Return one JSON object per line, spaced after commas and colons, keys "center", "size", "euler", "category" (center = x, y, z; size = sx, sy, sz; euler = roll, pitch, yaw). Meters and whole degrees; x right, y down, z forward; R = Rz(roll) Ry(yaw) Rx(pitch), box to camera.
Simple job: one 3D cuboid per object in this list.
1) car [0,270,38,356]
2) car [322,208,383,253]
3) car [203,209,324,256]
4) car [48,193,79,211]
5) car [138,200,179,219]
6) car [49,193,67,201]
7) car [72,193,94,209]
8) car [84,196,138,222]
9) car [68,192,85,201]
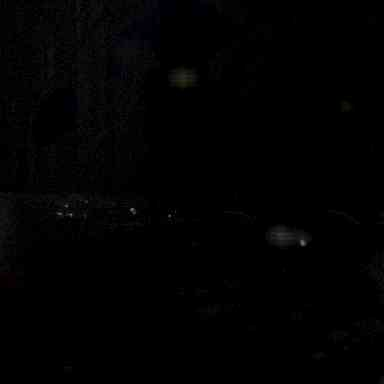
{"center": [-4.186, 1.545, 3.665], "size": [4.507, 1.381, 1.887], "euler": [0, -1, -36], "category": "car"}
{"center": [6.287, 1.451, 13.710], "size": [2.128, 1.511, 4.902], "euler": [-1, 0, -36], "category": "car"}
{"center": [2.424, 1.488, 13.512], "size": [2.128, 1.511, 4.902], "euler": [-1, 1, -36], "category": "car"}
{"center": [-14.801, 1.253, 37.489], "size": [2.128, 1.511, 4.902], "euler": [-1, 1, -35], "category": "car"}
{"center": [-3.213, 1.385, 26.908], "size": [2.033, 1.411, 5.357], "euler": [-1, 1, -36], "category": "car"}
{"center": [-26.123, 0.988, 64.677], "size": [2.033, 1.411, 5.357], "euler": [-1, 1, -36], "category": "car"}
{"center": [-12.468, 1.062, 39.807], "size": [2.097, 1.767, 4.553], "euler": [-1, 1, -36], "category": "car"}
{"center": [-6.372, 1.355, 25.743], "size": [1.882, 1.535, 5.008], "euler": [-1, 1, -36], "category": "car"}
{"center": [-22.913, 0.880, 65.778], "size": [1.882, 1.535, 5.008], "euler": [-1, 1, -36], "category": "car"}
